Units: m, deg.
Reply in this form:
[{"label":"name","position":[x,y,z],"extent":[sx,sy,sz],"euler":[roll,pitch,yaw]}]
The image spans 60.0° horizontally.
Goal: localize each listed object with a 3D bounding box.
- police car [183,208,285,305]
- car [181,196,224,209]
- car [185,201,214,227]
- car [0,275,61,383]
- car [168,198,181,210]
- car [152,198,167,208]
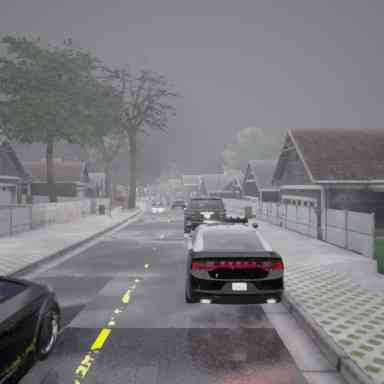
[{"label":"police car","position":[0.807,1.430,8.315],"extent":[1.930,1.638,5.238],"euler":[0,0,0]},{"label":"car","position":[0.641,1.250,18.288],"extent":[2.150,2.045,5.566],"euler":[0,0,-2]},{"label":"car","position":[0.417,1.494,24.476],"extent":[1.801,1.575,5.366],"euler":[0,0,-2]},{"label":"car","position":[-2.872,1.562,3.127],"extent":[1.994,1.385,4.181],"euler":[0,0,0]},{"label":"car","position":[-2.003,1.663,46.832],"extent":[1.837,1.490,4.892],"euler":[0,0,-5]},{"label":"car","position":[-5.501,1.713,53.209],"extent":[2.128,1.511,4.902],"euler":[0,-1,-7]}]
